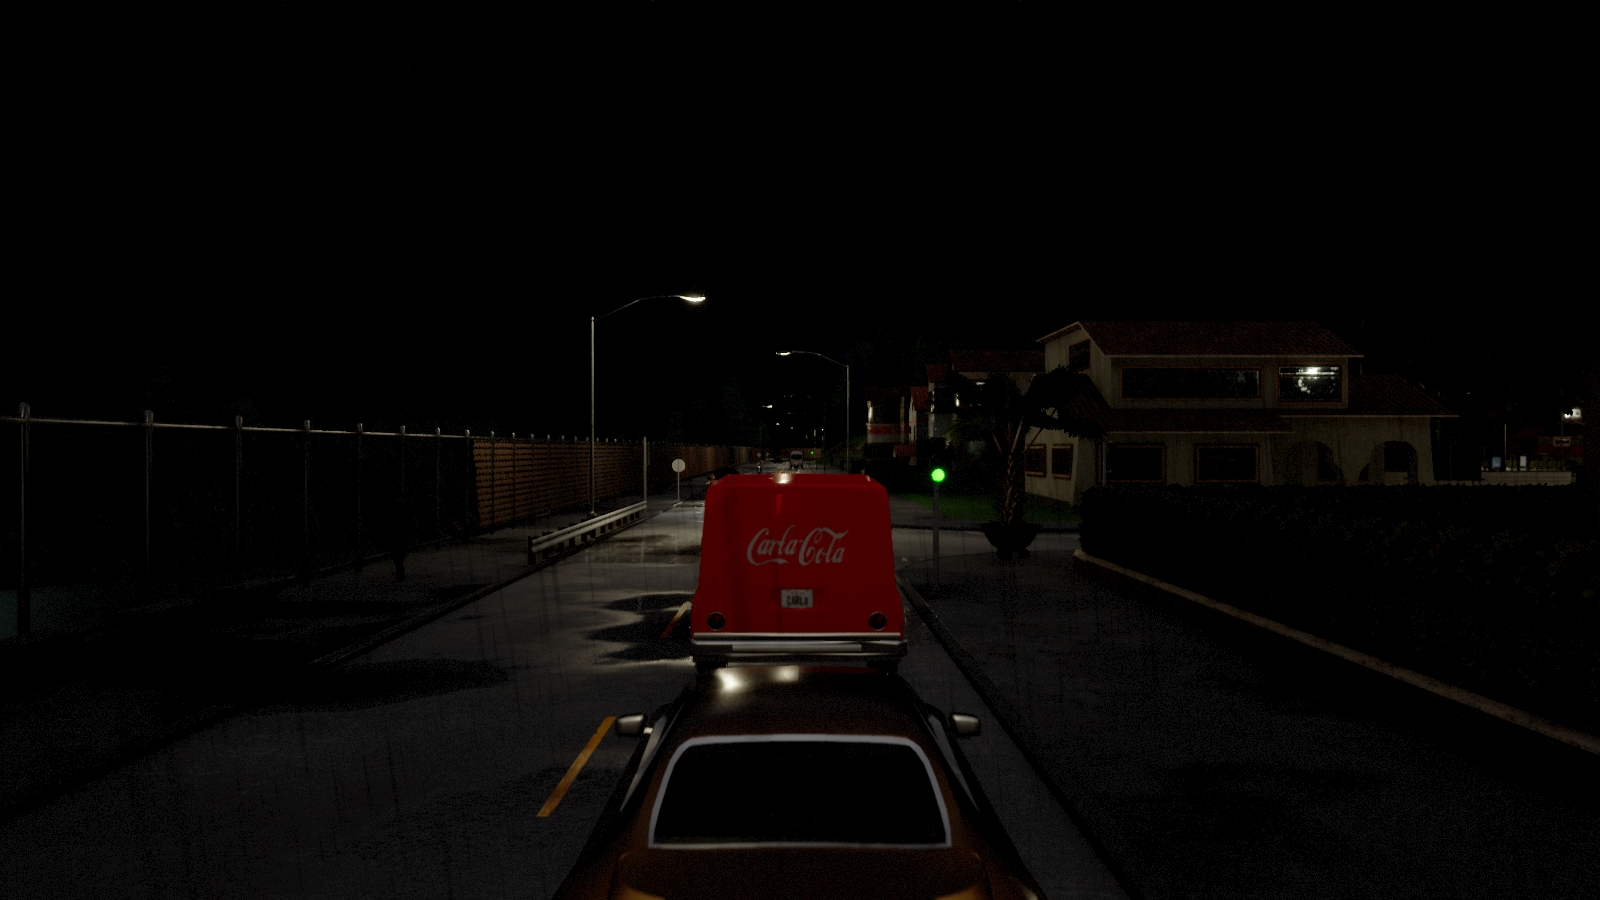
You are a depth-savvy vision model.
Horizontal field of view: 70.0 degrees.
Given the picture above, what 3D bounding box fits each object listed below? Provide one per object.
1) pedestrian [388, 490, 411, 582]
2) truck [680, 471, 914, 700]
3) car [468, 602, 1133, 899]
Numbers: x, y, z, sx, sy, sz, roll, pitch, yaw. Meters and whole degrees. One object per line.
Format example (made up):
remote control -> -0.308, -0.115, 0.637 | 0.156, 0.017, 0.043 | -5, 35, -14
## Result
pedestrian -> -8.154, 1.743, 23.284 | 0.375, 1.860, 0.375 | 0, 0, -7
truck -> -0.036, 1.569, 15.435 | 2.627, 2.467, 5.204 | 0, 0, 0
car -> -0.008, 1.992, 6.210 | 2.152, 1.651, 5.027 | 0, 0, 0
